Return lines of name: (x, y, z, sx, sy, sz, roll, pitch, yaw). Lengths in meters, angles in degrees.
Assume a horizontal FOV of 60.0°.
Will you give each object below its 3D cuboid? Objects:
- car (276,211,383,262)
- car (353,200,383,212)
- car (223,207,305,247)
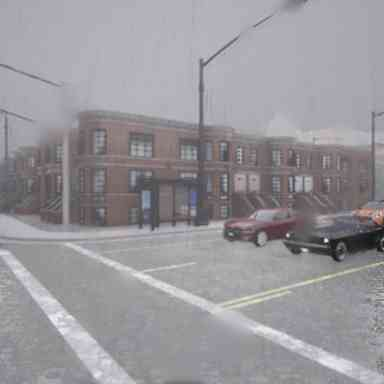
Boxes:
car: (5.482, 1.587, 12.199, 4.718, 1.301, 1.895, 0, 0, -36)
car: (11.912, 1.325, 21.081, 4.553, 1.767, 2.097, 0, 0, -36)
car: (3.633, 1.463, 15.181, 5.008, 1.535, 1.882, 0, 0, -36)
